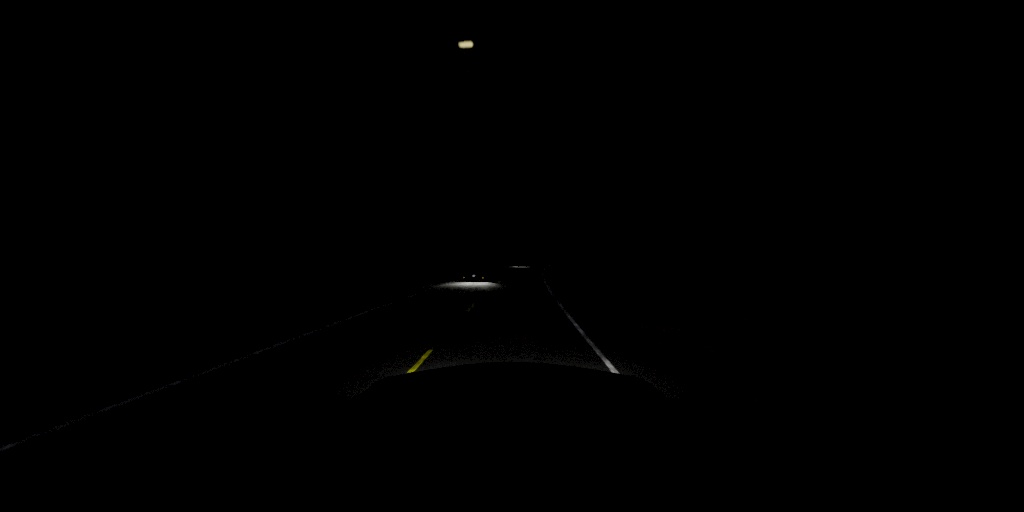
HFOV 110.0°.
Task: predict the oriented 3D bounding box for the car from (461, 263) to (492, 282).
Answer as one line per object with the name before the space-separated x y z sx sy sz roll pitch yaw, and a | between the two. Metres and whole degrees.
car | -2.725 1.284 28.631 1.994 1.385 4.181 0 0 4

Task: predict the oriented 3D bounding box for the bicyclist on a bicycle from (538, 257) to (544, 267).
bicyclist on a bicycle | 4.405 1.198 56.438 0.582 1.620 1.656 0 0 7
